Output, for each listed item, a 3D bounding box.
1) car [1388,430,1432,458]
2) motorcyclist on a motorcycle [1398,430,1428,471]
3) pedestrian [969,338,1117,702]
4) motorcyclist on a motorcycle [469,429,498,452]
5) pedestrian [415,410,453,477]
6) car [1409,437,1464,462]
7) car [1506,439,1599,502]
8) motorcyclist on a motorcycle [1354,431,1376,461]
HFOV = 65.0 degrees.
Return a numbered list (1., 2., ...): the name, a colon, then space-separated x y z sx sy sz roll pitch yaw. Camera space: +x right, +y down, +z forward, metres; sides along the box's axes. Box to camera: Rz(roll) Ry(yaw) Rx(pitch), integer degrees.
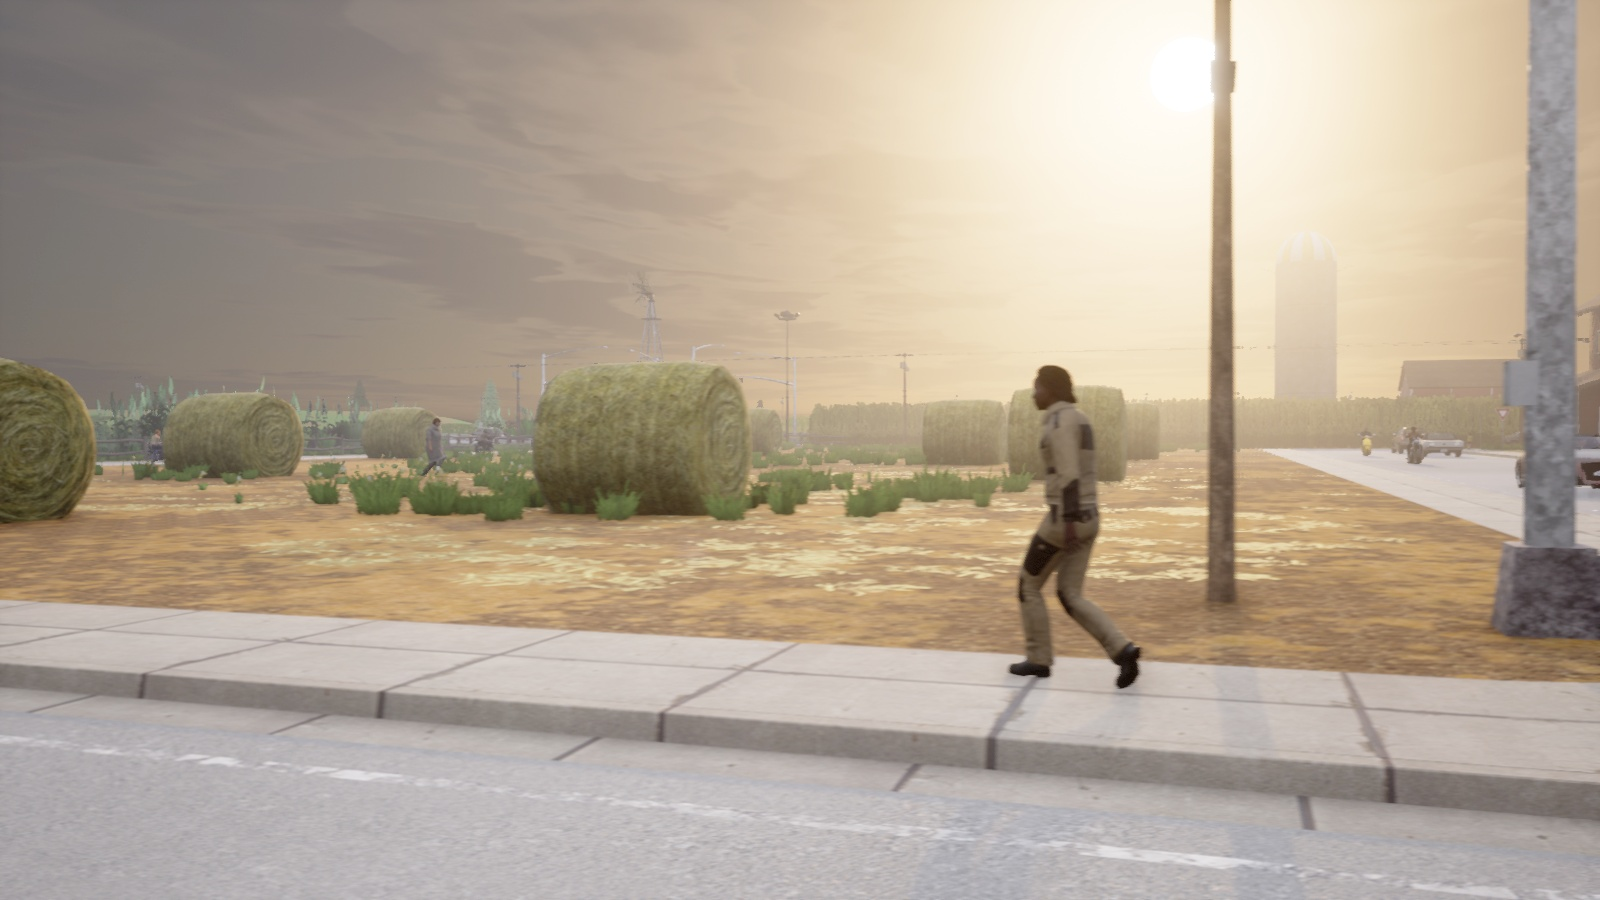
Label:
1. car: 36.738 -0.372 75.707 1.851 1.617 3.988 1 1 18
2. motorcyclist on a motorcycle: 25.909 0.000 53.100 0.766 1.649 2.350 1 1 18
3. pedestrian: 1.354 0.366 7.015 0.692 1.930 0.396 1 1 41
4. motorcyclist on a motorcycle: -20.879 -0.650 82.815 0.797 1.523 2.044 1 1 21
5. pedestrian: -10.866 -0.195 37.258 0.873 1.952 0.659 1 1 27
6. car: 34.116 -0.047 67.436 1.895 1.301 4.718 1 1 18
7. car: 18.749 0.449 30.470 1.994 1.385 4.181 1 1 18
8. motorcyclist on a motorcycle: 30.733 -0.223 68.340 0.866 1.590 1.817 1 1 18
